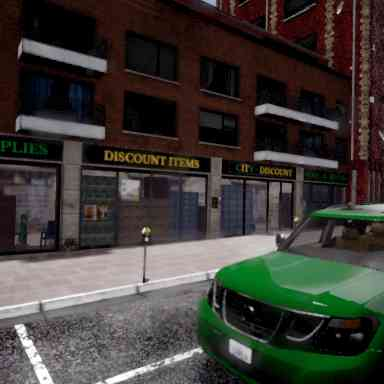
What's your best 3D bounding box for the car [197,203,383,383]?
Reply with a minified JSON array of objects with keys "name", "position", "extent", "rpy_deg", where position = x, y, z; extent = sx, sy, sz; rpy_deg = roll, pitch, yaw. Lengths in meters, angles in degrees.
[{"name":"car","position":[2.721,1.226,4.899],"extent":[5.566,2.045,2.150],"rpy_deg":[0,0,-36]}]
